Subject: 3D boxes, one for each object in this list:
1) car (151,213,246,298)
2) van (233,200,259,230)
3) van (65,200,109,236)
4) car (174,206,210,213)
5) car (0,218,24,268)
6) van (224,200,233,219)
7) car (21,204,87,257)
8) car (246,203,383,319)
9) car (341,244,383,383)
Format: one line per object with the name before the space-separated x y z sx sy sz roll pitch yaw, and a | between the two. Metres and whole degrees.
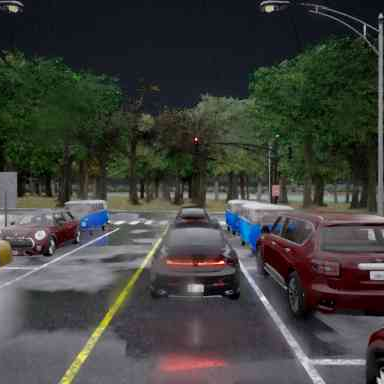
car | 0.076 1.505 8.469 1.837 1.490 4.892 0 0 0
van | 2.760 1.342 12.735 1.690 1.788 3.998 0 0 0
van | -5.766 1.342 18.171 1.690 1.788 3.998 0 0 0
car | 0.009 1.506 17.874 1.837 1.490 4.892 0 0 -1
car | -5.764 1.525 7.126 1.752 1.417 4.829 0 0 0
van | 2.759 1.342 18.172 1.690 1.788 3.998 0 0 0
car | -5.765 1.441 12.733 1.967 1.590 4.097 0 0 0
car | 2.761 1.315 7.297 2.192 1.841 5.009 0 0 0
car | 2.762 1.440 1.859 1.967 1.590 4.097 0 0 0
